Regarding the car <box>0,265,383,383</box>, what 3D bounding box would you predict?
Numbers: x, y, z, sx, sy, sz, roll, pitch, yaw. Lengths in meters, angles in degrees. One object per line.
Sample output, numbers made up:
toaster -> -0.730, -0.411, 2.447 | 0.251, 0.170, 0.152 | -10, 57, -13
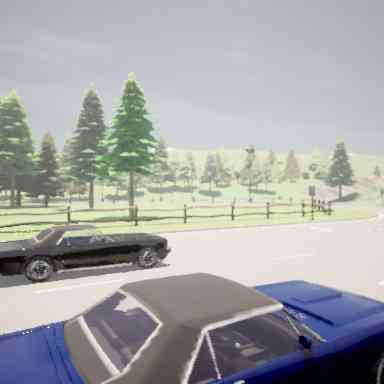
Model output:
car -> 0.346, 1.602, 3.516 | 4.718, 1.301, 1.895 | 0, 0, -30

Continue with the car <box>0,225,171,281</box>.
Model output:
car -> -3.031, 1.605, 9.651 | 4.718, 1.301, 1.895 | 0, 0, -30
